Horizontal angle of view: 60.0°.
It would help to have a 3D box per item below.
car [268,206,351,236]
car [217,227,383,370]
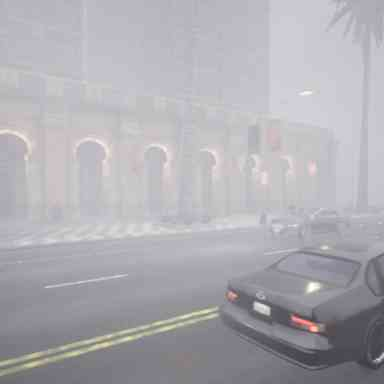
[{"bbox_3d":[5.833,1.467,16.372,4.902,1.511,2.128,0,0,-34],"label":"car"},{"bbox_3d":[2.962,1.538,5.683,5.357,1.411,2.033,0,0,-34],"label":"car"}]
